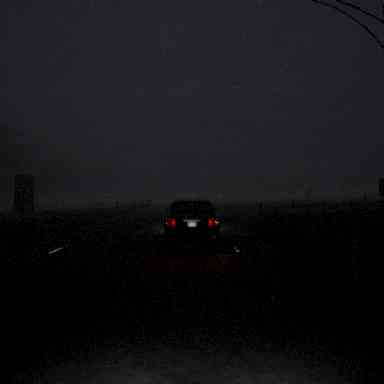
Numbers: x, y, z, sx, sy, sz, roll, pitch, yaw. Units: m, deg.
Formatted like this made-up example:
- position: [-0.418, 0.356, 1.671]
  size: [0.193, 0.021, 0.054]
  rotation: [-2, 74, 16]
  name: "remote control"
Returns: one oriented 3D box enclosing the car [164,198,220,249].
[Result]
- position: [0.000, 1.271, 14.682]
  size: [2.150, 2.045, 5.566]
  rotation: [0, 0, 0]
  name: "car"
